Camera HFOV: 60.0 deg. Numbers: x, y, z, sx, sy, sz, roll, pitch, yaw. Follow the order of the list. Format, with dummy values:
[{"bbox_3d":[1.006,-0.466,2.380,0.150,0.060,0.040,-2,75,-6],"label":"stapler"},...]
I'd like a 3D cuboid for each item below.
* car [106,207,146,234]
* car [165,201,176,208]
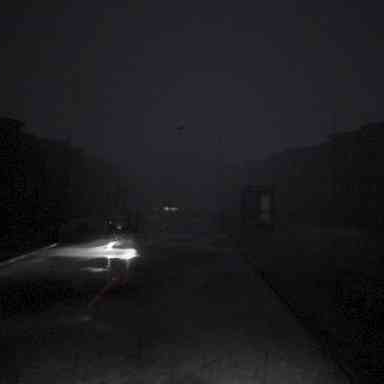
[{"bbox_3d":[-4.090,1.759,21.191,2.128,1.511,4.902,0,-1,0],"label":"car"},{"bbox_3d":[-3.983,2.350,62.613,1.994,1.385,4.181,0,-1,1],"label":"car"}]
